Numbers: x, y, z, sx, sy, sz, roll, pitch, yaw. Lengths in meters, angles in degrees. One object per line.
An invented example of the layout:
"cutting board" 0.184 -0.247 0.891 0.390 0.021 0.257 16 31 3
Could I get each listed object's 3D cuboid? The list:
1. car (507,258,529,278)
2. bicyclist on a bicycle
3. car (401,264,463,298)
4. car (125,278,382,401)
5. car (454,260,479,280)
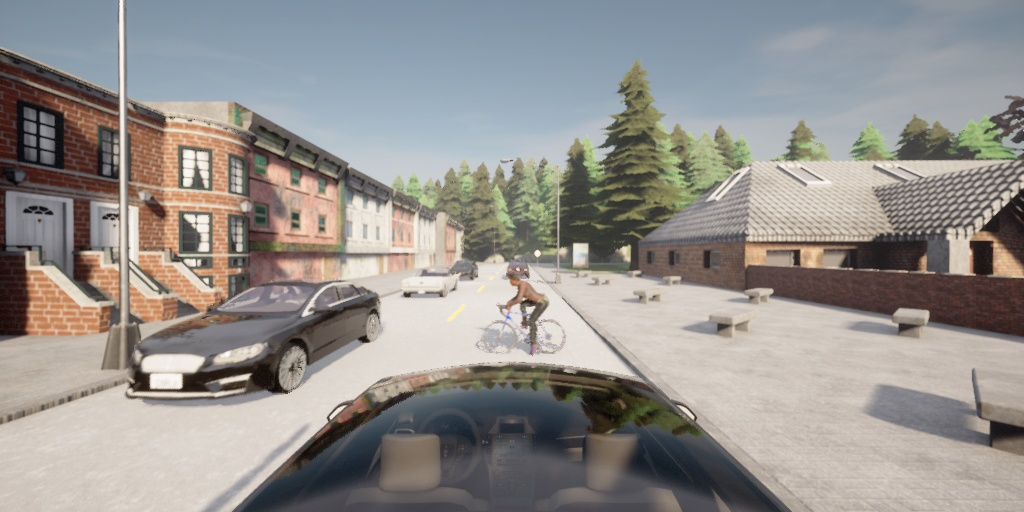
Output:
"car" 0.504 1.087 30.086 2.033 1.411 5.357 0 0 1
"bicyclist on a bicycle" 0.228 1.150 7.087 1.656 1.620 0.582 -2 0 2
"car" -3.888 1.231 17.708 1.895 1.301 4.718 0 0 1
"car" -4.049 1.204 6.687 2.128 1.511 4.902 0 0 1
"car" -3.697 1.058 28.068 1.837 1.490 4.892 0 0 1
